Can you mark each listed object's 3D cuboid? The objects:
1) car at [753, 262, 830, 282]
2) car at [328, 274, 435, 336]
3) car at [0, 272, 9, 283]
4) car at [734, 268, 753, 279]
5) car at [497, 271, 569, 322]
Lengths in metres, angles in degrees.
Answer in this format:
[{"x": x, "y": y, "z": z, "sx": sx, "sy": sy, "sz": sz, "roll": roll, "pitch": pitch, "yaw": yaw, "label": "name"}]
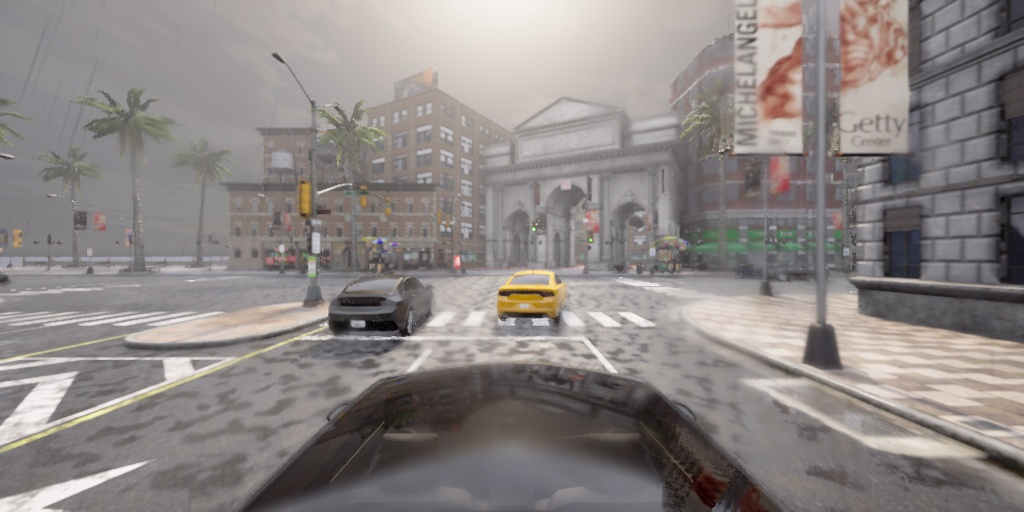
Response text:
[{"x": 22.615, "y": 1.279, "z": 28.784, "sx": 4.892, "sy": 1.490, "sz": 1.837, "roll": -1, "pitch": 0, "yaw": 1, "label": "car"}, {"x": -3.502, "y": 1.265, "z": 10.417, "sx": 1.837, "sy": 1.490, "sz": 4.892, "roll": 0, "pitch": 0, "yaw": -2, "label": "car"}, {"x": -39.040, "y": 1.340, "z": 25.629, "sx": 4.181, "sy": 1.385, "sz": 1.994, "roll": 0, "pitch": 0, "yaw": 0, "label": "car"}, {"x": 22.829, "y": 1.383, "z": 32.291, "sx": 4.718, "sy": 1.301, "sz": 1.895, "roll": 0, "pitch": 0, "yaw": 1, "label": "car"}, {"x": 0.888, "y": 1.239, "z": 12.469, "sx": 1.882, "sy": 1.535, "sz": 5.008, "roll": -1, "pitch": 0, "yaw": 12, "label": "car"}]
